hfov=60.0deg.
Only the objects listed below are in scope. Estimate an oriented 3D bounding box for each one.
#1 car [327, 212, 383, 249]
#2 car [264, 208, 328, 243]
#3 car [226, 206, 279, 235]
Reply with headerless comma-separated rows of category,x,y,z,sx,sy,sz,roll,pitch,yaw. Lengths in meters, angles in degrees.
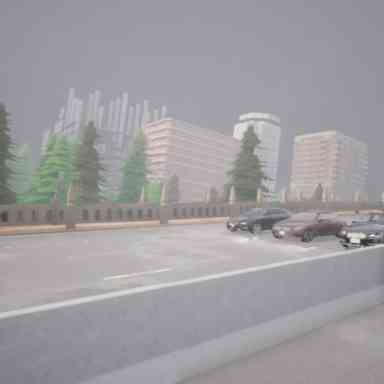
car,8.257,1.628,14.183,4.902,1.511,2.128,1,0,-35
car,6.114,1.662,16.954,4.674,1.442,1.812,1,0,-36
car,4.232,1.642,19.910,4.892,1.490,1.837,0,0,-36
